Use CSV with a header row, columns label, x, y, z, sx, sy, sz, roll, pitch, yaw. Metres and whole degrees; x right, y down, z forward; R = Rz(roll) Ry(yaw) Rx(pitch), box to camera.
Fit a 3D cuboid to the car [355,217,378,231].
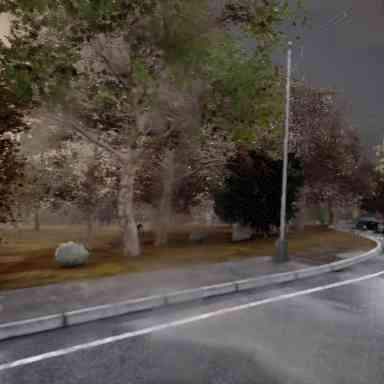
label,x,y,z,sx,sy,sz,roll,pitch,yaw
car,18.389,3.314,35.046,1.895,1.301,4.718,1,-2,32
